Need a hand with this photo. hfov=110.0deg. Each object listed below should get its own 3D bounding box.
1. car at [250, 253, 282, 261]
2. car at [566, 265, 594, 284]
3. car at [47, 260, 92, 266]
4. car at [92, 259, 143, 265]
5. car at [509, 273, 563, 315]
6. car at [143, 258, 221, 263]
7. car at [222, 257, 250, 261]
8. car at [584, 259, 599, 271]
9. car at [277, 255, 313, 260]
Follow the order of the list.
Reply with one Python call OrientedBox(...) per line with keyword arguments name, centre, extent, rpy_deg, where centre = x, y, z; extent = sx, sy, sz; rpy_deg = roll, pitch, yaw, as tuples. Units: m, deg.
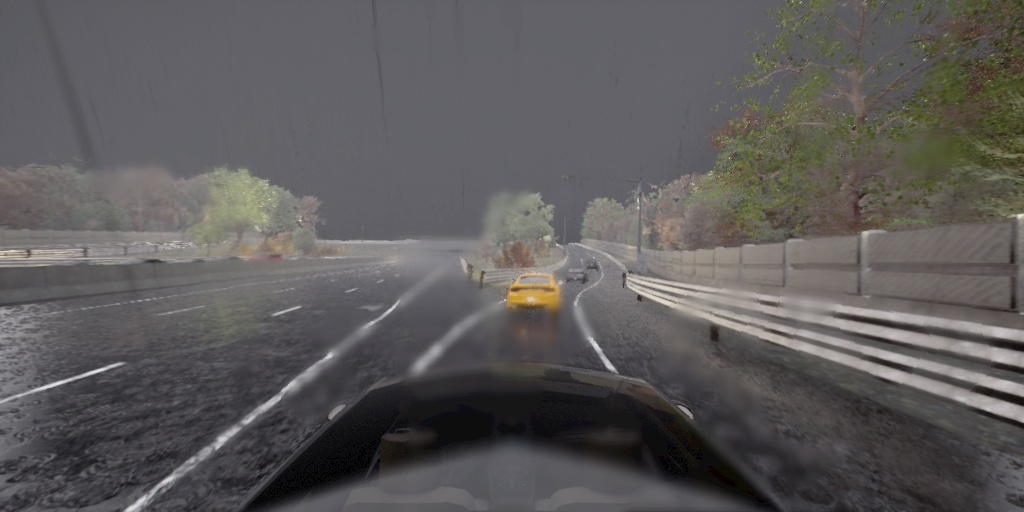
OrientedBox(name="car", centre=(-32.169, 0.644, 47.094), extent=(2.150, 2.045, 5.566), rpy_deg=(1, 0, -7))
OrientedBox(name="car", centre=(6.711, 1.989, 36.309), extent=(2.128, 1.511, 4.902), rpy_deg=(1, -1, 18))
OrientedBox(name="car", centre=(-32.925, 0.969, 26.978), extent=(1.994, 1.385, 4.181), rpy_deg=(1, 0, -8))
OrientedBox(name="car", centre=(-29.594, 0.945, 28.444), extent=(1.837, 1.490, 4.892), rpy_deg=(1, 0, -8))
OrientedBox(name="car", centre=(1.087, 1.466, 14.995), extent=(1.882, 1.535, 5.008), rpy_deg=(1, -2, 9))
OrientedBox(name="car", centre=(-26.097, 0.953, 28.692), extent=(1.882, 1.535, 5.008), rpy_deg=(1, 0, -8))
OrientedBox(name="car", centre=(-35.371, 0.893, 44.640), extent=(1.837, 1.490, 4.892), rpy_deg=(1, 0, -8))
OrientedBox(name="car", centre=(13.462, 1.452, 60.615), extent=(2.150, 2.045, 5.566), rpy_deg=(1, 2, 12))
OrientedBox(name="car", centre=(-28.730, 0.984, 47.718), extent=(1.812, 1.442, 4.674), rpy_deg=(1, 0, -7))
